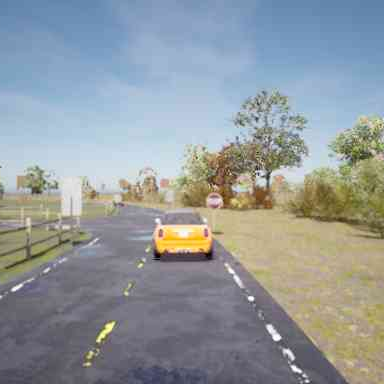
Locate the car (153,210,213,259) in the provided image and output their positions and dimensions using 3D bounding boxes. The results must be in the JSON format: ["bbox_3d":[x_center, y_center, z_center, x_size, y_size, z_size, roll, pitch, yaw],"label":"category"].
[{"bbox_3d":[-0.429,1.486,13.431,2.097,1.767,4.553,0,-1,-4],"label":"car"}]

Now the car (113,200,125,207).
[{"bbox_3d":[-14.745,2.186,66.776,2.033,1.411,5.357,0,-1,-20],"label":"car"}]
